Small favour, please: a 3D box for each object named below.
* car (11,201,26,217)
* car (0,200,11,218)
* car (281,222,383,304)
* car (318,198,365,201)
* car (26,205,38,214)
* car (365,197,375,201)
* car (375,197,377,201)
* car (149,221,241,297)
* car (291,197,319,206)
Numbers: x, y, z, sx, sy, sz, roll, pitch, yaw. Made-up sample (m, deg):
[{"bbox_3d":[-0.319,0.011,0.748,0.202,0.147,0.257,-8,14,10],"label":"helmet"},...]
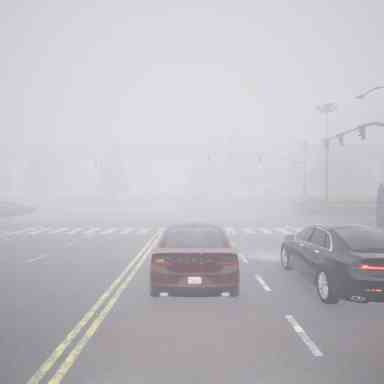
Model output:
[{"bbox_3d":[-17.913,1.505,29.547,4.892,1.490,1.837,0,0,0],"label":"car"},{"bbox_3d":[-17.709,1.222,26.045,5.566,2.045,2.150,0,0,0],"label":"car"},{"bbox_3d":[3.556,1.505,8.101,1.837,1.490,4.892,0,0,0],"label":"car"},{"bbox_3d":[17.979,1.564,40.108,4.181,1.385,1.994,0,0,0],"label":"car"},{"bbox_3d":[-18.253,1.548,33.048,5.357,1.411,2.033,0,0,0],"label":"car"},{"bbox_3d":[20.495,1.547,43.598,5.357,1.411,2.033,0,0,0],"label":"car"},{"bbox_3d":[25.897,1.505,47.083,4.892,1.490,1.837,0,0,0],"label":"car"},{"bbox_3d":[0.058,1.478,8.614,1.882,1.535,5.008,0,0,0],"label":"car"},{"bbox_3d":[16.576,1.505,47.112,4.892,1.490,1.837,0,0,0],"label":"car"}]
